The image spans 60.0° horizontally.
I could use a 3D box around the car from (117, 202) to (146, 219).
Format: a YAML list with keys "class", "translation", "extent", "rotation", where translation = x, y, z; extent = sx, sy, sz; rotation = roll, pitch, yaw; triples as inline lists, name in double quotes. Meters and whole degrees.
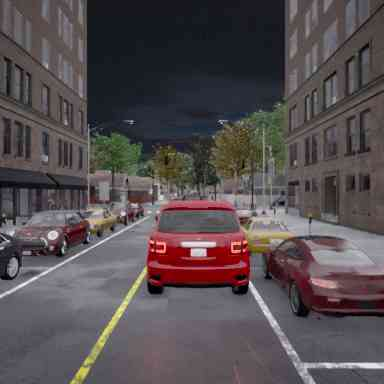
- class: "car"
  translation: [-5.244, 1.590, 29.278]
  extent: [1.802, 1.307, 4.206]
  rotation: [0, 0, 0]

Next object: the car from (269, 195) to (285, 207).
- class: "car"
  translation: [13.627, 1.281, 48.898]
  extent: [4.553, 1.767, 2.097]
  rotation: [0, 0, 0]

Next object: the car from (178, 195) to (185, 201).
- class: "car"
  translation: [-2.636, 1.603, 84.746]
  extent: [1.812, 1.442, 4.674]
  rotation: [0, 0, 0]

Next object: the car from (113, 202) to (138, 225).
- class: "car"
  translation: [-5.273, 1.446, 23.759]
  extent: [1.967, 1.590, 4.097]
  rotation: [0, 0, 0]

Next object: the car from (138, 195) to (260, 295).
- class: "car"
  translation: [0.137, 1.222, 8.887]
  extent: [2.150, 2.045, 5.566]
  rotation: [0, 0, 0]

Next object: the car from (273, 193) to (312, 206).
- class: "car"
  translation: [15.694, 1.140, 52.168]
  extent: [5.566, 2.045, 2.150]
  rotation: [0, 0, -1]

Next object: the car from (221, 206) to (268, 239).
- class: "car"
  translation: [2.724, 1.548, 18.202]
  extent: [1.887, 1.381, 4.507]
  rotation: [0, 0, 0]

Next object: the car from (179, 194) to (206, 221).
- class: "car"
  translation: [0.116, 1.230, 28.998]
  extent: [2.150, 2.045, 5.566]
  rotation: [0, 0, 2]

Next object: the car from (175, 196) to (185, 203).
- class: "car"
  translation: [-2.662, 1.614, 74.496]
  extent: [1.994, 1.385, 4.181]
  rotation: [0, 0, 0]

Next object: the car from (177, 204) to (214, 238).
- class: "car"
  translation: [0.192, 1.508, 18.916]
  extent: [1.837, 1.490, 4.892]
  rotation: [0, 0, 1]

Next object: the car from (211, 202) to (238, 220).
- class: "car"
  translation: [2.781, 1.574, 29.238]
  extent: [1.947, 1.339, 4.313]
  rotation: [0, 0, 0]

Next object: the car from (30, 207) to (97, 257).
- class: "car"
  translation: [-5.330, 1.441, 12.722]
  extent: [1.967, 1.590, 4.097]
  rotation: [0, 0, 0]

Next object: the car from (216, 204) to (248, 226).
- class: "car"
  translation: [2.753, 1.588, 23.720]
  extent: [1.802, 1.307, 4.206]
  rotation: [0, 0, 0]

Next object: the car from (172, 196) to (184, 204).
- class: "car"
  translation: [-2.726, 1.593, 64.607]
  extent: [2.033, 1.411, 5.357]
  rotation: [0, 0, 1]

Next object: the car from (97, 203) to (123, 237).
- class: "car"
  translation: [-5.302, 1.528, 18.070]
  extent: [1.752, 1.417, 4.829]
  rotation: [0, 0, 0]

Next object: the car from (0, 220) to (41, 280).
- class: "car"
  translation: [-5.358, 1.550, 7.203]
  extent: [2.008, 1.369, 4.403]
  rotation: [0, 0, 0]

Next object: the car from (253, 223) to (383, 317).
- class: "car"
  translation: [2.667, 1.581, 7.165]
  extent: [1.802, 1.307, 4.206]
  rotation: [0, 0, 0]

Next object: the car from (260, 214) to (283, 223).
- class: "car"
  translation: [2.696, 1.526, 12.854]
  extent: [1.752, 1.417, 4.829]
  rotation: [0, 0, 0]
